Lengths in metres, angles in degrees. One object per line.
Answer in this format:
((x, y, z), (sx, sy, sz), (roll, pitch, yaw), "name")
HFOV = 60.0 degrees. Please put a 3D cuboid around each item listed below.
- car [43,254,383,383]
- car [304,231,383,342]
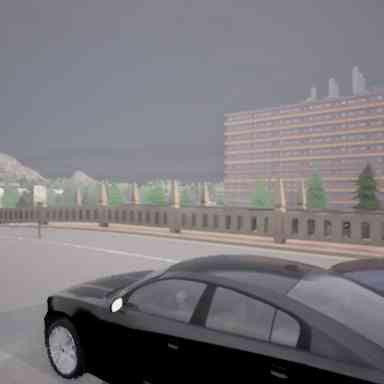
((0.305, 1.473, 3.774), (5.008, 1.535, 1.882), (0, 0, 36), "car")
((4.206, 1.565, 5.291), (4.181, 1.385, 1.994), (0, 0, 36), "car")
